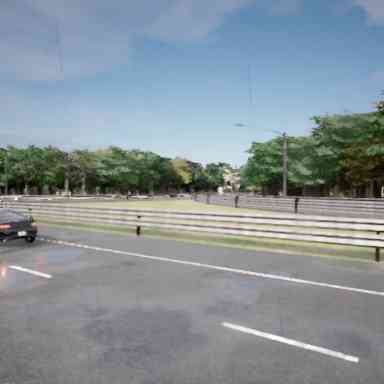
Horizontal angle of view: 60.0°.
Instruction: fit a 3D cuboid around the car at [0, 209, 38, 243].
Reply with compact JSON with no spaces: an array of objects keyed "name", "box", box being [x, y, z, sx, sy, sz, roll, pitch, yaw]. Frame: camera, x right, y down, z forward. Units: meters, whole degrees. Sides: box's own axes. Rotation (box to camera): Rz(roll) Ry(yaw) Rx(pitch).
[{"name":"car","box":[-8.572,1.475,14.576,4.674,1.442,1.812,0,0,37]}]
